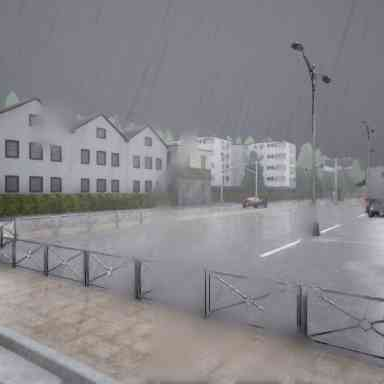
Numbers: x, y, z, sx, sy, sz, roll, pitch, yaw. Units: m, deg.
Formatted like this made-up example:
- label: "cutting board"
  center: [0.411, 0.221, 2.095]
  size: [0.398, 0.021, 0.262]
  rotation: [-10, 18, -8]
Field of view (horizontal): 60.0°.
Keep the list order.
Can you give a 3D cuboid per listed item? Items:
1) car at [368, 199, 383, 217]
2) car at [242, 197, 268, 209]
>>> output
- label: "car"
  center: [15.488, 1.298, 26.767]
  size: [2.007, 1.523, 4.514]
  rotation: [0, 0, 35]
- label: "car"
  center: [8.104, 1.334, 42.799]
  size: [1.812, 1.442, 4.674]
  rotation: [0, 0, 36]
